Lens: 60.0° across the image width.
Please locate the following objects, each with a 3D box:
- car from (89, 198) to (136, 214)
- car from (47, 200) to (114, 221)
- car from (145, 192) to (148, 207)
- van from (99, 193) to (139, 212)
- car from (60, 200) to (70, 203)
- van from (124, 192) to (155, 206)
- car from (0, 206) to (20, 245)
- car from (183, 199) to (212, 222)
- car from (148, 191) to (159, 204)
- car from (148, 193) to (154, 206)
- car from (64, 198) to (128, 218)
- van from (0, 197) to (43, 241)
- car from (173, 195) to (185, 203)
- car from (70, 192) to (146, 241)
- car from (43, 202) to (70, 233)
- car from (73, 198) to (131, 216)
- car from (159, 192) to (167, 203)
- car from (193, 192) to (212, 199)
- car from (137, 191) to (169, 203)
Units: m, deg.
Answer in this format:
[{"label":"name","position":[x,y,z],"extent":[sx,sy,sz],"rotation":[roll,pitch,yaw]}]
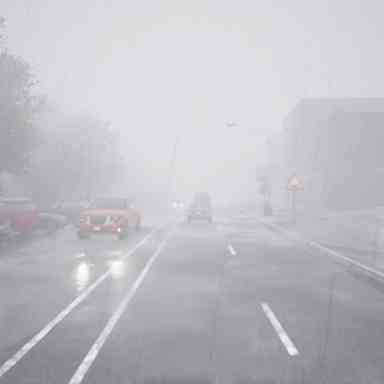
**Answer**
[{"label":"car","position":[-8.573,1.422,35.825],"extent":[4.792,1.488,2.163],"rotation":[-1,1,-18]},{"label":"car","position":[-8.930,1.439,26.938],"extent":[4.892,1.521,2.231],"rotation":[-1,0,-18]},{"label":"car","position":[-8.318,1.229,41.746],"extent":[4.553,1.767,2.185],"rotation":[-1,0,-17]},{"label":"van","position":[-8.527,1.150,38.753],"extent":[4.442,1.987,1.878],"rotation":[-1,1,-17]},{"label":"car","position":[-9.002,1.323,23.975],"extent":[4.553,1.767,2.185],"rotation":[-1,0,-18]},{"label":"van","position":[-8.009,1.060,50.585],"extent":[4.442,1.987,1.878],"rotation":[-1,1,-17]},{"label":"car","position":[-9.338,1.479,12.085],"extent":[5.008,1.535,2.097],"rotation":[-1,0,-19]},{"label":"car","position":[0.597,1.500,25.552],"extent":[2.033,1.411,5.357],"rotation":[0,0,2]},{"label":"car","position":[-8.060,1.058,47.658],"extent":[5.566,2.045,2.435],"rotation":[-1,1,-18]},{"label":"car","position":[-8.165,1.332,44.717],"extent":[5.008,1.535,2.097],"rotation":[-1,0,-18]},{"label":"car","position":[-8.629,1.419,29.965],"extent":[5.366,1.575,1.946],"rotation":[-1,0,-18]},{"label":"van","position":[-9.395,1.250,15.014],"extent":[4.442,1.987,1.878],"rotation":[-1,0,-19]},{"label":"car","position":[-2.283,1.210,58.777],"extent":[2.128,1.511,4.902],"rotation":[0,1,3]},{"label":"car","position":[-4.012,1.203,17.059],"extent":[2.150,2.045,5.566],"rotation":[0,0,1]},{"label":"car","position":[-9.212,1.507,18.029],"extent":[4.674,1.452,2.002],"rotation":[-1,0,-19]},{"label":"car","position":[-8.856,1.409,32.819],"extent":[5.366,1.575,1.946],"rotation":[-1,1,-18]},{"label":"car","position":[-7.471,1.223,56.612],"extent":[5.366,1.575,1.946],"rotation":[-1,0,-18]},{"label":"car","position":[1.323,1.074,42.938],"extent":[2.150,2.045,5.566],"rotation":[0,0,2]},{"label":"car","position":[-7.405,0.923,62.438],"extent":[5.566,2.045,2.435],"rotation":[-1,1,-17]}]
